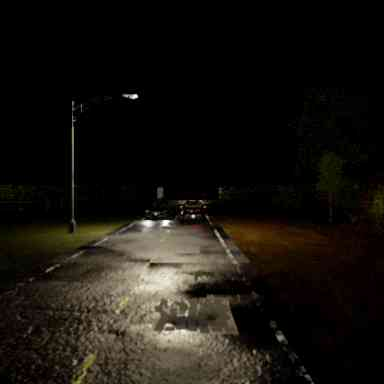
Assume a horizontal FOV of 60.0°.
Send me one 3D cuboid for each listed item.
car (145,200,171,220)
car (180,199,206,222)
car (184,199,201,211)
[{"bbox_3d":[-2.852,1.519,28.614,1.837,1.490,4.892,0,0,0],"label":"car"},{"bbox_3d":[0.095,1.518,26.607,1.837,1.490,4.892,0,0,0],"label":"car"},{"bbox_3d":[0.088,1.588,41.747,1.994,1.385,4.181,0,0,0],"label":"car"}]
